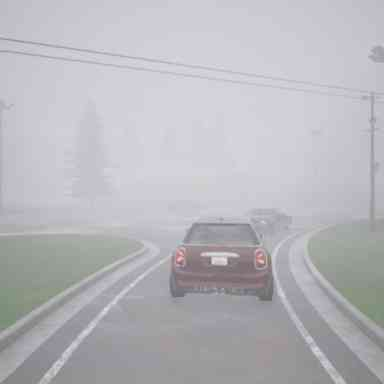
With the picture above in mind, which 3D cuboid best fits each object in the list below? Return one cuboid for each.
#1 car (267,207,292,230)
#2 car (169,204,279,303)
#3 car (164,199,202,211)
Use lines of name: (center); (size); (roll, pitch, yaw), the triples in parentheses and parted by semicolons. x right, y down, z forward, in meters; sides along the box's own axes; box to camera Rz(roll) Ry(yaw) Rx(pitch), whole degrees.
car: (4.261, 1.570, 19.064); (2.033, 1.411, 5.357); (0, 0, 30)
car: (0.845, 1.361, 8.535); (2.097, 1.767, 4.553); (0, 0, 8)
car: (-0.766, 1.548, 38.475); (4.892, 1.490, 1.837); (0, 0, -25)
